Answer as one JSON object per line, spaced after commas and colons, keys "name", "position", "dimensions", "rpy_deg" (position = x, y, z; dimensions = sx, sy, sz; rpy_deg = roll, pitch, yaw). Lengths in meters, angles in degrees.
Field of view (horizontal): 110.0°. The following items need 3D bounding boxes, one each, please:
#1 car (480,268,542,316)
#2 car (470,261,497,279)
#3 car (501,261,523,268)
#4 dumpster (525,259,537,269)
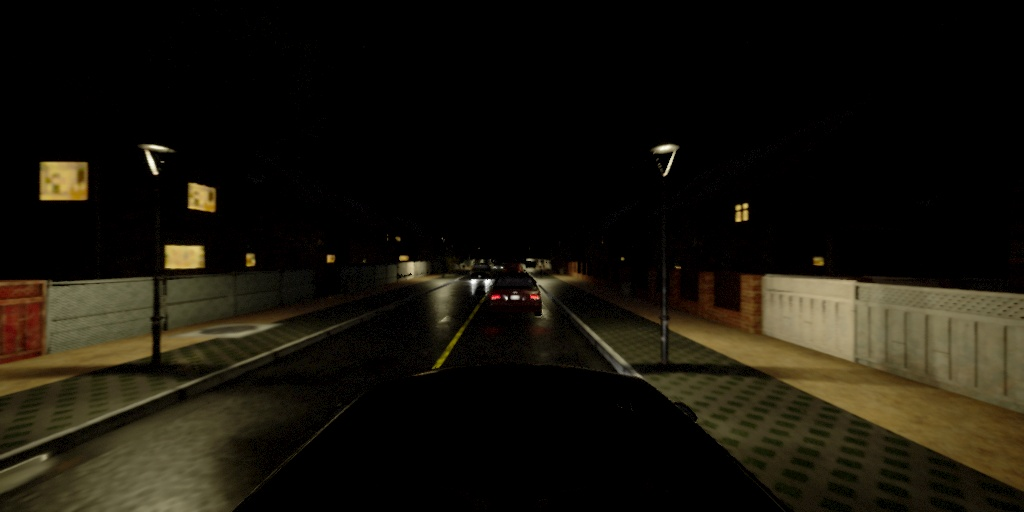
{"name": "car", "position": [0.101, 1.343, 13.626], "dimensions": [2.033, 1.411, 5.357], "rpy_deg": [0, 0, 0]}
{"name": "car", "position": [-2.836, 1.419, 34.110], "dimensions": [2.033, 1.411, 5.357], "rpy_deg": [0, 0, 0]}
{"name": "car", "position": [0.112, 1.399, 34.487], "dimensions": [1.812, 1.442, 4.674], "rpy_deg": [0, 0, 0]}
{"name": "dumpster", "position": [3.034, 1.353, 58.629], "dimensions": [1.020, 1.700, 1.940], "rpy_deg": [0, 0, 0]}
